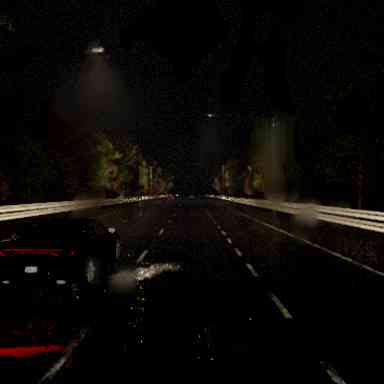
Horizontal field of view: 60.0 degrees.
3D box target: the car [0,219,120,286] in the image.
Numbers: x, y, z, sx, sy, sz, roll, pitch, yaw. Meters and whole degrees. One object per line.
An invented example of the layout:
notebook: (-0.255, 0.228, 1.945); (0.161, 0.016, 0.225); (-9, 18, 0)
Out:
car: (-3.403, 1.493, 9.514); (1.882, 1.535, 5.008); (0, 0, 0)
